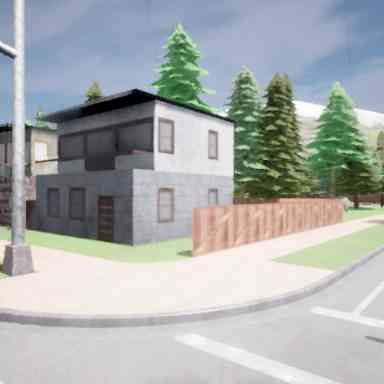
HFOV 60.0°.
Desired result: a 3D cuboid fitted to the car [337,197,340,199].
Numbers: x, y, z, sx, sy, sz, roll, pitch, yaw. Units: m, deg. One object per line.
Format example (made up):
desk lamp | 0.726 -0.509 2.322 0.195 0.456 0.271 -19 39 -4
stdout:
car | 29.383 1.135 67.867 1.932 1.855 4.605 0 0 39
